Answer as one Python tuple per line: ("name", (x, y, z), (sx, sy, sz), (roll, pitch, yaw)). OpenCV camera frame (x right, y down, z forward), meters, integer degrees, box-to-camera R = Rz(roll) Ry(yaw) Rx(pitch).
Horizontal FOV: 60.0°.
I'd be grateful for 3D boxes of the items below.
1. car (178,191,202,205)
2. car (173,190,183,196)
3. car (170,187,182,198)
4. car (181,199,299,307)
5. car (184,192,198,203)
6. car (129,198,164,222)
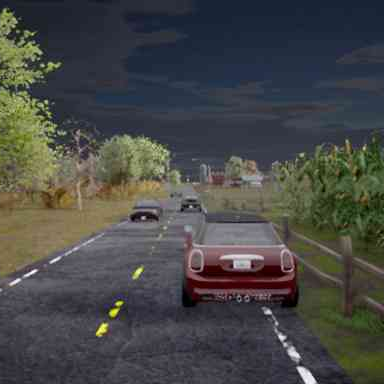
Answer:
("car", (-0.077, 0.968, 31.089), (1.837, 1.490, 4.892), (0, 1, 0))
("car", (-3.056, 0.211, 74.811), (1.994, 1.385, 4.181), (0, 1, 0))
("car", (-3.044, 0.060, 64.699), (2.150, 2.045, 5.566), (0, 1, 0))
("car", (0.871, 1.218, 7.799), (2.097, 1.767, 4.553), (0, 1, 0))
("car", (-0.123, 0.698, 45.901), (1.837, 1.490, 4.892), (0, 0, 0))
("car", (-2.943, 1.155, 22.776), (2.033, 1.411, 5.357), (0, 1, 0))
